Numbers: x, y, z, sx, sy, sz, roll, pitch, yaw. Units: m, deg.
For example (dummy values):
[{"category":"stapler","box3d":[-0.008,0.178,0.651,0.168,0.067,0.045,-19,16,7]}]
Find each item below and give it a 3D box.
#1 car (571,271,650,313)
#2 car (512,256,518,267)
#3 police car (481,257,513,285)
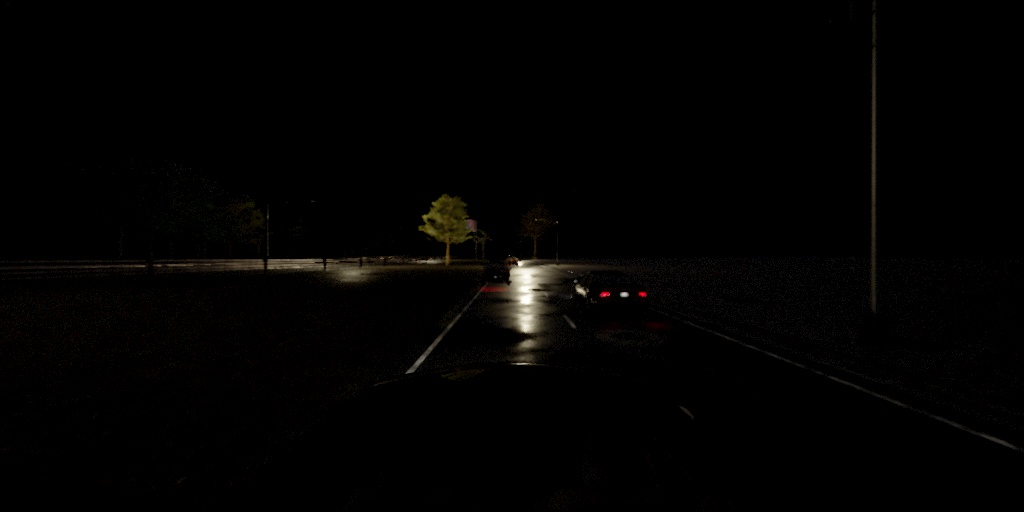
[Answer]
[{"category":"car","box3d":[3.596,1.282,13.985,2.033,1.411,5.357,0,0,0]},{"category":"car","box3d":[-0.010,0.862,59.364,2.097,1.767,4.553,0,0,0]},{"category":"police car","box3d":[-1.054,1.113,25.288,1.930,1.638,5.238,0,0,0]}]
